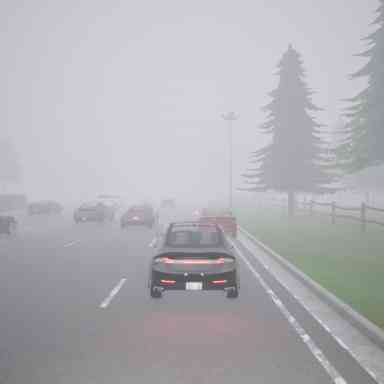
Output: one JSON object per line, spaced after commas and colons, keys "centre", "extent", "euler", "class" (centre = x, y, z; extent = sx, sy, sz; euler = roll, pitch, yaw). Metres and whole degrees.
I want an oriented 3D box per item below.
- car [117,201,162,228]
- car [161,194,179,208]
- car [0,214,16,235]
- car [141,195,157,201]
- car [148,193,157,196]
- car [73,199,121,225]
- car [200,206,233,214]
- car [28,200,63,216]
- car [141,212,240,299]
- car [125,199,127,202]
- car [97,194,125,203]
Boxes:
{"centre": [-3.389, 1.564, 22.061], "extent": [1.994, 1.385, 4.181], "euler": [0, 0, 0], "class": "car"}
{"centre": [-3.374, 1.477, 48.332], "extent": [1.882, 1.535, 5.008], "euler": [0, 0, 0], "class": "car"}
{"centre": [-10.391, 1.477, 15.909], "extent": [1.882, 1.535, 5.008], "euler": [0, 0, 0], "class": "car"}
{"centre": [-6.872, 1.601, 51.163], "extent": [1.895, 1.301, 4.718], "euler": [0, 0, 0], "class": "car"}
{"centre": [-10.454, 1.595, 84.764], "extent": [1.895, 1.301, 4.718], "euler": [0, 0, 0], "class": "car"}
{"centre": [-6.886, 1.492, 23.795], "extent": [2.128, 1.511, 4.902], "euler": [0, 0, 0], "class": "car"}
{"centre": [1.234, 1.478, 17.799], "extent": [1.882, 1.535, 5.008], "euler": [0, 0, 0], "class": "car"}
{"centre": [-14.165, 1.477, 32.388], "extent": [1.882, 1.535, 5.008], "euler": [0, 0, -4], "class": "car"}
{"centre": [0.057, 1.492, 8.457], "extent": [2.128, 1.511, 4.902], "euler": [0, 0, 0], "class": "car"}
{"centre": [-13.865, 1.564, 64.267], "extent": [1.994, 1.385, 4.181], "euler": [0, 0, 0], "class": "car"}
{"centre": [-10.377, 1.221, 41.757], "extent": [2.150, 2.045, 5.566], "euler": [0, 0, 0], "class": "car"}
